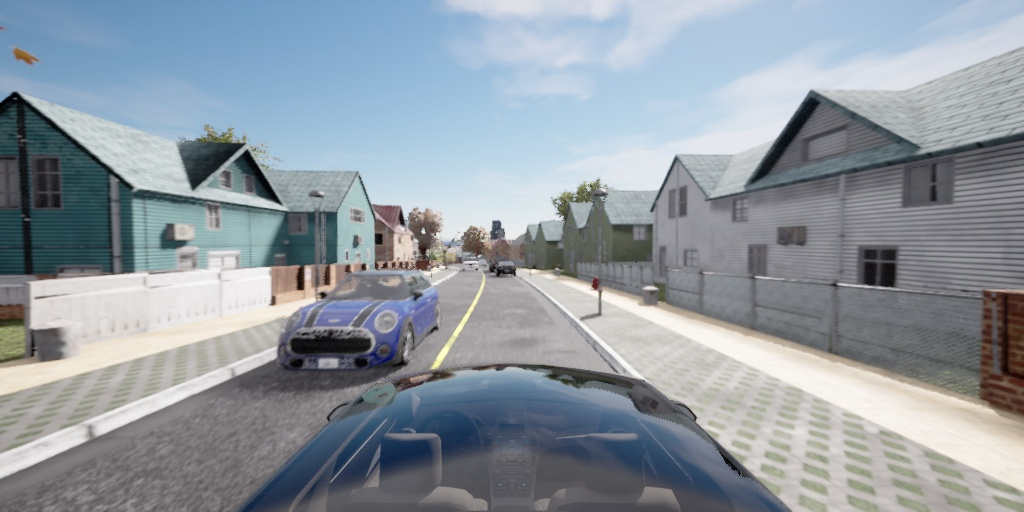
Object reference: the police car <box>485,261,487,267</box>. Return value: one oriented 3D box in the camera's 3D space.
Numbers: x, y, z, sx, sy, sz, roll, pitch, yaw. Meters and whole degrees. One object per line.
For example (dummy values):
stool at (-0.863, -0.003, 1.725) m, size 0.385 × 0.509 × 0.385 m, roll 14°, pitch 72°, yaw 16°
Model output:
police car at (-2.418, 1.318, 52.701) m, size 1.930 × 1.638 × 5.238 m, roll 0°, pitch 0°, yaw -7°

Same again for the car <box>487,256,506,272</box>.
car at (-1.679, 1.072, 46.624) m, size 2.150 × 2.045 × 5.566 m, roll 0°, pitch 0°, yaw -6°

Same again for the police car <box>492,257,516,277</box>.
police car at (-0.675, 1.218, 36.690) m, size 1.930 × 1.638 × 5.238 m, roll 0°, pitch 0°, yaw -5°

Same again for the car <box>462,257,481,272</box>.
car at (-5.939, 1.126, 51.325) m, size 2.150 × 2.045 × 5.566 m, roll 0°, pitch 0°, yaw -7°

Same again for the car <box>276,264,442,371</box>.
car at (-2.933, 1.100, 7.903) m, size 2.097 × 1.767 × 4.553 m, roll 0°, pitch 0°, yaw -1°
